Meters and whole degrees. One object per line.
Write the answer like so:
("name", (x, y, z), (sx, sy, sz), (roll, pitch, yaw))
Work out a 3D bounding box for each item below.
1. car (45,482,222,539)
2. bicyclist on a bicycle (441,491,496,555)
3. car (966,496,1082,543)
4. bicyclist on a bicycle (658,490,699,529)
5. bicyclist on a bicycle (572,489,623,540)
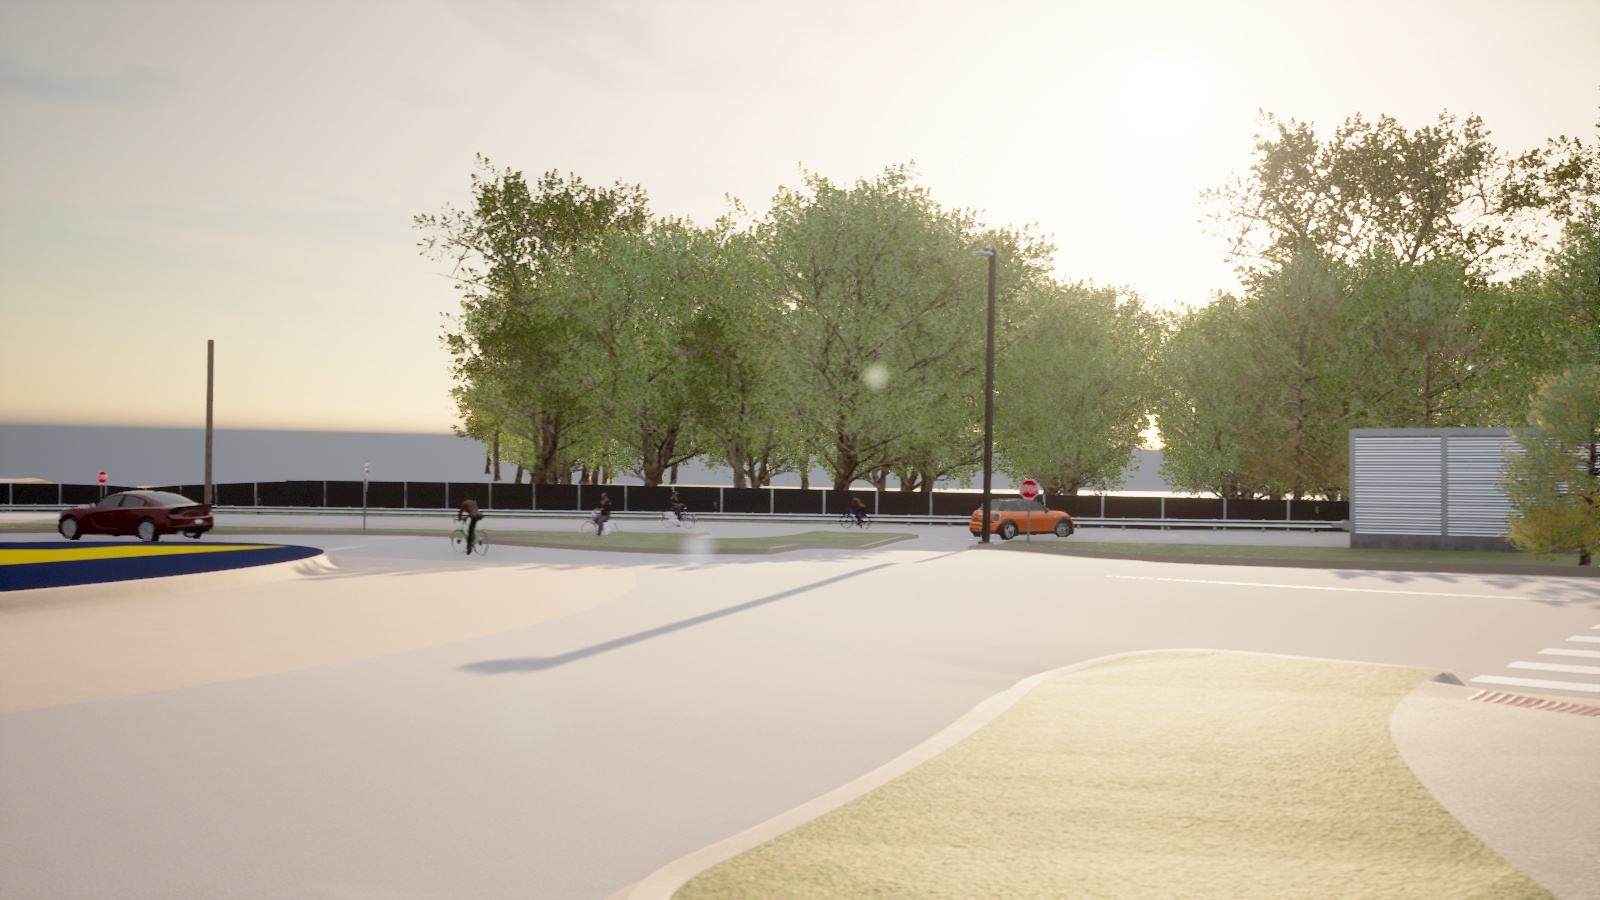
("car", (-20.503, 1.832, 38.643), (5.008, 1.535, 1.882), (1, 0, 19))
("bicyclist on a bicycle", (-8.853, 1.934, 33.534), (1.656, 1.620, 0.582), (0, 0, 41))
("car", (9.503, 2.900, 53.264), (4.553, 1.767, 2.097), (1, 0, -30))
("bicyclist on a bicycle", (-5.698, 2.779, 59.076), (1.843, 1.776, 0.659), (1, 1, 27))
("bicyclist on a bicycle", (-7.353, 2.358, 45.683), (0.659, 1.776, 1.843), (-1, -5, 36))
